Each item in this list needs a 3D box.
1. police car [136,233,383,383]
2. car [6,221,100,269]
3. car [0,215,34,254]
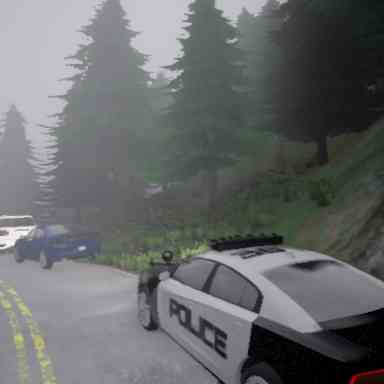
[{"bbox_3d":[0.698,1.421,4.645,1.930,1.638,5.238,-1,-1,-28],"label":"police car"},{"bbox_3d":[-5.480,1.992,13.216,1.882,1.535,5.008,-2,-3,-43],"label":"car"},{"bbox_3d":[-10.241,2.352,17.565,5.566,2.045,2.150,-8,-5,37],"label":"car"}]
